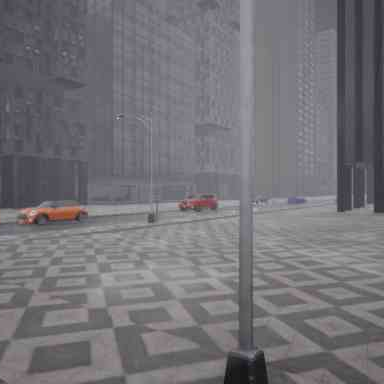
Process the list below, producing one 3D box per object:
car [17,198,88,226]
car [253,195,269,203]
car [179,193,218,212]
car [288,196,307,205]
[{"bbox_3d":[-9.692,1.331,23.260,2.097,1.767,4.553,0,0,36],"label":"car"},{"bbox_3d":[9.970,1.130,49.990,1.882,1.535,5.008,0,0,36],"label":"car"},{"bbox_3d":[0.824,1.179,37.636,2.150,2.045,5.566,0,0,36],"label":"car"},{"bbox_3d":[17.475,1.401,55.002,1.882,1.535,5.008,0,-1,36],"label":"car"}]
